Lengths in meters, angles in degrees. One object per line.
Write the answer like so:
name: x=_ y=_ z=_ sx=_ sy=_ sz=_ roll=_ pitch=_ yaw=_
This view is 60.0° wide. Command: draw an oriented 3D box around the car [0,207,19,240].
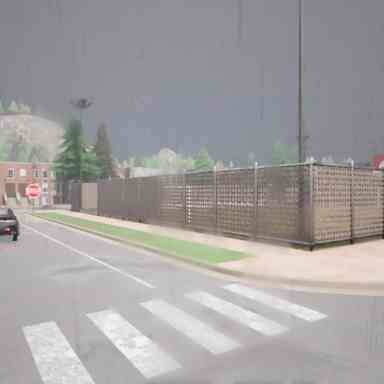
car: x=-9.665 y=1.488 z=16.304 sx=2.128 sy=1.511 sz=4.902 roll=1 pitch=0 yaw=-32
